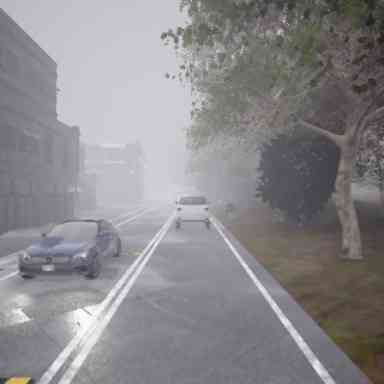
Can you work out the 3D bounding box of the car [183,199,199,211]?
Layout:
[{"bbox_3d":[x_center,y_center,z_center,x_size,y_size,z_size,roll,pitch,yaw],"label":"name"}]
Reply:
[{"bbox_3d":[-0.138,1.531,40.815,1.895,1.301,4.718,0,0,-1],"label":"car"}]

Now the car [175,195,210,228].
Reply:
[{"bbox_3d":[0.032,1.198,22.349,2.150,2.045,5.566,0,0,-1],"label":"car"}]

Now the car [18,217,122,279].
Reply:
[{"bbox_3d":[-3.367,1.517,10.118,1.812,1.442,4.674,0,0,0],"label":"car"}]
